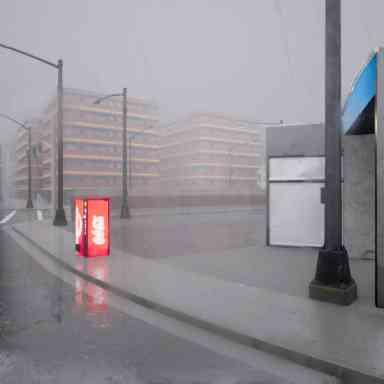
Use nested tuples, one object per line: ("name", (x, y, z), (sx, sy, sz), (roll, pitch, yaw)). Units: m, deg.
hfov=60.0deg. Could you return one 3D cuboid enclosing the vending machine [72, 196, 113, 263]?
("vending machine", (-3.361, 1.195, 11.256), (1.100, 2.100, 0.880), (0, 0, -36))
